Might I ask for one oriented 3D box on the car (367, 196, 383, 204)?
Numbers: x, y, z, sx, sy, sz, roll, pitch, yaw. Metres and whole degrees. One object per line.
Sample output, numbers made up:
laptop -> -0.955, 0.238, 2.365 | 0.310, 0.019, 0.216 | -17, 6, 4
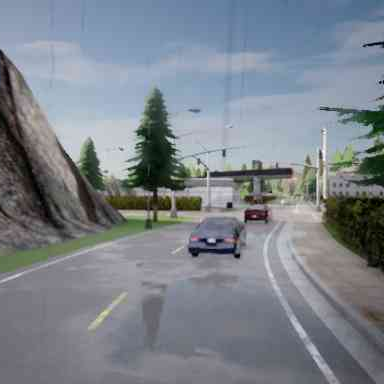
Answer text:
car -> 45.244, 1.956, 80.532 | 4.605, 1.855, 1.932 | 0, -1, 18

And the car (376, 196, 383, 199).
car -> 40.731, 2.037, 68.898 | 4.514, 1.523, 2.007 | 0, -1, 18

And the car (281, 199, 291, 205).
car -> 20.775, 2.229, 73.926 | 1.812, 1.442, 4.674 | 0, -1, 18

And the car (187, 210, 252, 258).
car -> 1.167, 1.677, 13.436 | 2.033, 1.411, 5.357 | 0, -1, 12

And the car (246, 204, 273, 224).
car -> 5.666, 1.754, 28.053 | 1.882, 1.535, 5.008 | 0, 0, 20
